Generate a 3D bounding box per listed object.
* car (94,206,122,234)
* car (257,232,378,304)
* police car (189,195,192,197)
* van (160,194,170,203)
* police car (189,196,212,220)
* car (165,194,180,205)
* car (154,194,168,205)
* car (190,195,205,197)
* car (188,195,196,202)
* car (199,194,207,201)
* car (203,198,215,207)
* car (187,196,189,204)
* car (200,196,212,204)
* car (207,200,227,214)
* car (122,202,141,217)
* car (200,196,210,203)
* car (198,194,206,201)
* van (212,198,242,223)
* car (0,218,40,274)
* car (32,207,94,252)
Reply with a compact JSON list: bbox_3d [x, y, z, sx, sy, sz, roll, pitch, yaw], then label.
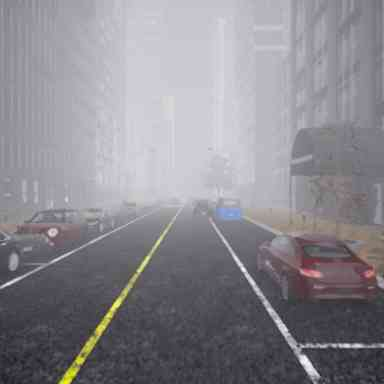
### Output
[{"bbox_3d":[-5.691,1.560,19.267,2.008,1.369,4.403,0,0,0],"label":"car"},{"bbox_3d":[2.690,1.589,7.880,1.802,1.307,4.206,0,0,0],"label":"car"},{"bbox_3d":[0.899,1.436,44.086,1.930,1.638,5.238,0,0,0],"label":"police car"},{"bbox_3d":[-5.692,1.343,70.500,1.690,1.788,3.998,0,0,0],"label":"van"},{"bbox_3d":[0.899,1.435,28.086,1.930,1.638,5.238,0,0,0],"label":"police car"},{"bbox_3d":[-3.058,1.574,57.986,1.994,1.385,4.181,0,0,1],"label":"car"},{"bbox_3d":[-5.692,1.561,59.115,2.008,1.369,4.403,0,0,0],"label":"car"},{"bbox_3d":[0.899,1.489,37.976,1.882,1.535,5.008,0,0,0],"label":"car"},{"bbox_3d":[-0.002,1.499,78.738,1.994,1.385,4.181,0,0,0],"label":"car"},{"bbox_3d":[2.689,1.426,81.881,1.967,1.590,4.097,0,0,0],"label":"car"},{"bbox_3d":[2.689,1.593,53.419,1.802,1.307,4.206,0,0,0],"label":"car"},{"bbox_3d":[-0.002,1.609,63.768,1.895,1.301,4.718,0,0,0],"label":"car"},{"bbox_3d":[2.689,1.558,64.804,2.008,1.369,4.403,0,0,0],"label":"car"},{"bbox_3d":[2.689,1.592,36.341,1.802,1.307,4.206,0,0,0],"label":"car"},{"bbox_3d":[-5.692,1.592,30.652,1.802,1.307,4.206,0,0,0],"label":"car"},{"bbox_3d":[2.689,1.553,70.496,2.008,1.369,4.403,0,0,0],"label":"car"},{"bbox_3d":[2.688,1.418,87.573,1.967,1.590,4.097,0,0,0],"label":"car"},{"bbox_3d":[2.689,1.350,24.957,1.690,1.788,3.998,0,0,0],"label":"van"},{"bbox_3d":[-5.691,1.557,7.882,2.008,1.369,4.403,0,0,0],"label":"car"},{"bbox_3d":[-5.691,1.448,13.575,1.967,1.590,4.097,0,0,0],"label":"car"}]
